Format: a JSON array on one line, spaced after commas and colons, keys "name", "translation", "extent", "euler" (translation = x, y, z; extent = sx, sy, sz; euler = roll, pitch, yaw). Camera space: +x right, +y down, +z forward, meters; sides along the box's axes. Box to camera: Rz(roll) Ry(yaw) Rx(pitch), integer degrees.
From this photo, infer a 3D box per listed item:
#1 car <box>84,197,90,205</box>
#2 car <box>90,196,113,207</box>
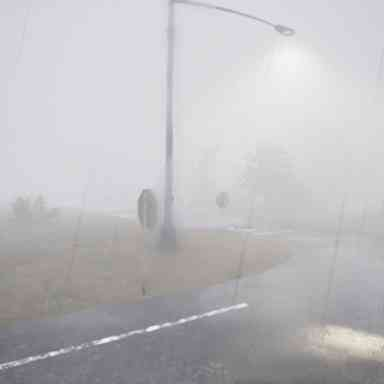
[{"name": "car", "translation": [-17.924, 1.631, 59.759], "extent": [2.128, 1.511, 4.902], "euler": [1, -1, -34]}, {"name": "car", "translation": [-14.692, 1.501, 55.024], "extent": [2.097, 1.767, 4.553], "euler": [1, -1, -33]}]
